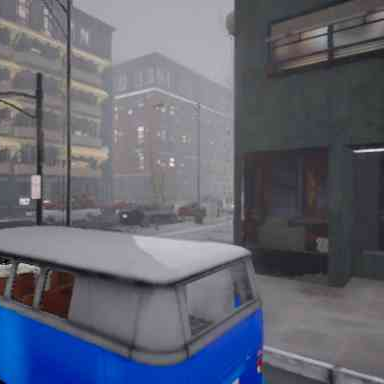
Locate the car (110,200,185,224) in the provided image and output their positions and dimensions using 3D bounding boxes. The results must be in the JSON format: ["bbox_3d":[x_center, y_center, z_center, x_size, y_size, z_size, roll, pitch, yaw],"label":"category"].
[{"bbox_3d":[-2.682,1.401,20.870,1.947,1.339,4.313,1,2,35],"label":"car"}]

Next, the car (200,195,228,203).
[{"bbox_3d":[1.695,1.088,37.180,1.837,1.490,4.892,0,1,35],"label":"car"}]

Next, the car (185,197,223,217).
[{"bbox_3d":[0.520,1.336,25.429,1.802,1.307,4.206,1,2,35],"label":"car"}]

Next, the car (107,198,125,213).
[{"bbox_3d":[-6.314,1.267,30.277,1.887,1.381,4.507,1,2,35],"label":"car"}]

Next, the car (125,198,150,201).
[{"bbox_3d":[-3.552,1.279,29.739,1.994,1.385,4.181,0,1,34],"label":"car"}]

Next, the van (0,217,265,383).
[{"bbox_3d":[-1.205,1.352,3.724,3.998,1.788,1.690,0,0,35],"label":"van"}]

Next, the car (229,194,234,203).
[{"bbox_3d":[7.393,0.792,45.245,2.097,1.767,4.553,0,1,35],"label":"car"}]

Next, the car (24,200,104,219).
[{"bbox_3d":[-8.640,1.445,22.470,1.895,1.301,4.718,0,1,35],"label":"car"}]

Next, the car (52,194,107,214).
[{"bbox_3d":[-9.514,1.118,25.713,2.192,1.841,5.009,1,2,35],"label":"car"}]
